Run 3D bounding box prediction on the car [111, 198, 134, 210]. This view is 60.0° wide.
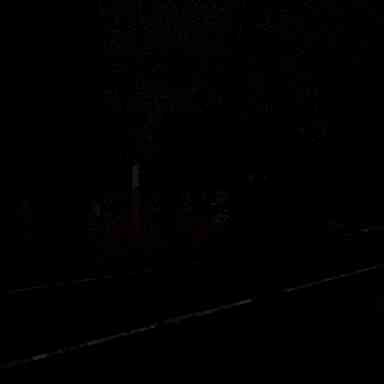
[{"bbox_3d":[-11.950,1.996,56.618,2.150,2.045,5.566,0,-1,-37],"label":"car"}]

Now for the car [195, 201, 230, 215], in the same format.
[{"bbox_3d":[2.208,1.796,37.600,1.812,1.442,4.674,0,-1,-37],"label":"car"}]

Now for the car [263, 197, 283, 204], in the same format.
[{"bbox_3d":[16.508,1.753,67.827,1.970,1.475,3.806,0,-1,-37],"label":"car"}]
